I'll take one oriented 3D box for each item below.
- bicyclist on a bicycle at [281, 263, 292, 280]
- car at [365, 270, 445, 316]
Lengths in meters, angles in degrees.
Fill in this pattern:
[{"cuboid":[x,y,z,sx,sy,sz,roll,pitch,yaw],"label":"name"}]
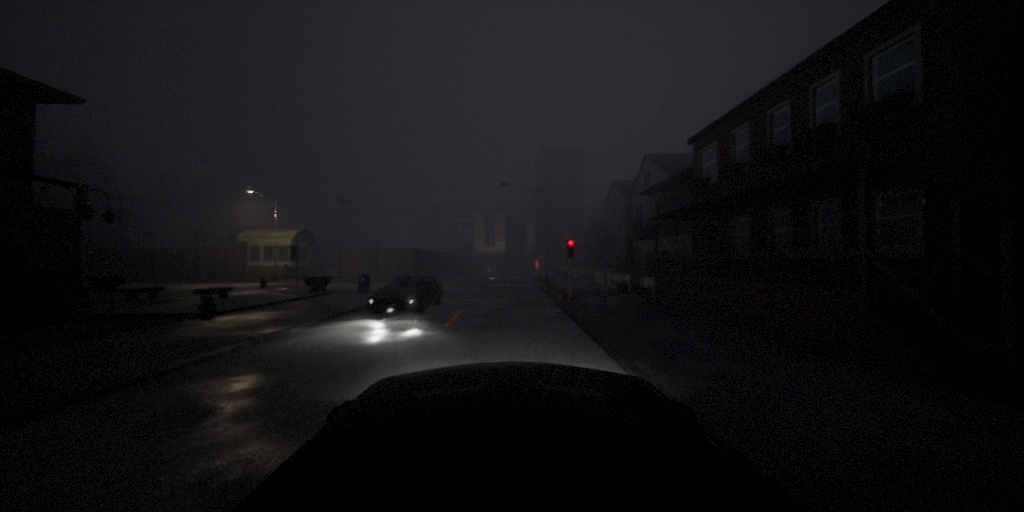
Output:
[{"cuboid":[-21.752,1.525,34.651,0.582,1.620,1.656,0,0,0],"label":"bicyclist on a bicycle"},{"cuboid":[-4.045,1.464,14.615,2.033,1.411,5.357,0,-1,1],"label":"car"}]
